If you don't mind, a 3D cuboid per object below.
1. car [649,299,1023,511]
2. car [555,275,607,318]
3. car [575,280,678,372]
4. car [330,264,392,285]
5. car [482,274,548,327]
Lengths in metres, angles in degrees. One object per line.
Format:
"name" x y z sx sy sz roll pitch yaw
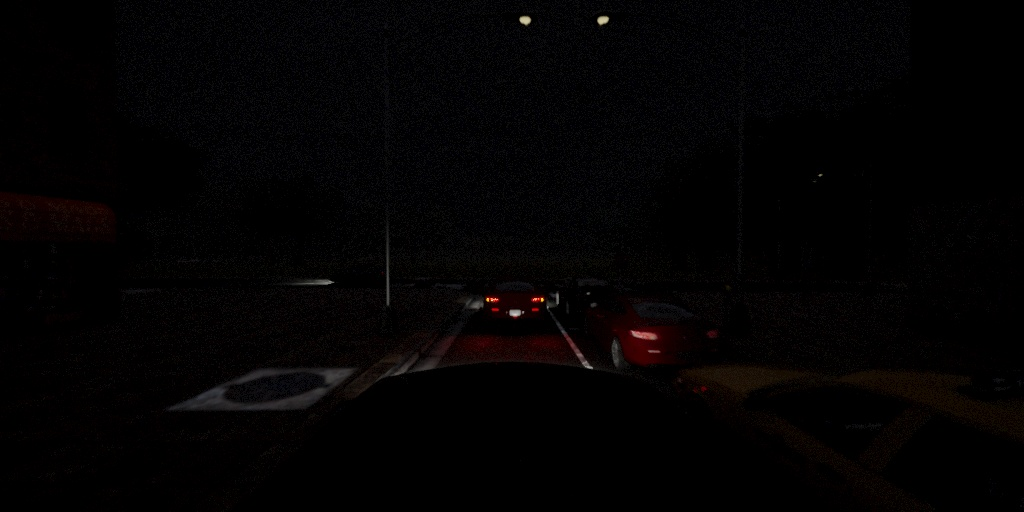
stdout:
"car" 2.636 1.276 2.103 1.751 1.417 4.829 0 0 0
"car" 2.640 1.345 12.998 2.007 1.370 4.403 0 0 0
"car" 2.638 1.354 7.466 1.802 1.307 4.207 0 0 0
"car" -11.028 1.320 26.337 4.181 1.385 1.994 0 1 0
"car" 0.081 1.314 11.531 1.812 1.442 4.674 0 0 0
